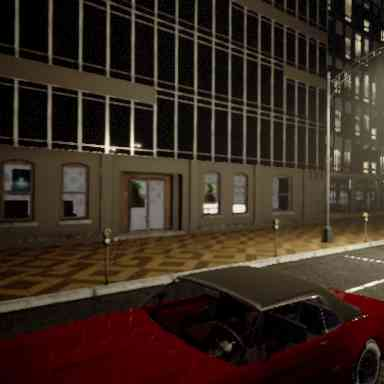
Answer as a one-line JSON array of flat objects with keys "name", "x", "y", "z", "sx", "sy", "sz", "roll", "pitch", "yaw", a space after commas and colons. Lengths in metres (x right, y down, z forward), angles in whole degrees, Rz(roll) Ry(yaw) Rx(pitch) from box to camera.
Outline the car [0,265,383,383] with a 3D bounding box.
[{"name": "car", "x": 0.314, "y": 1.614, "z": 3.599, "sx": 4.718, "sy": 1.301, "sz": 1.895, "roll": 0, "pitch": 0, "yaw": -35}]
